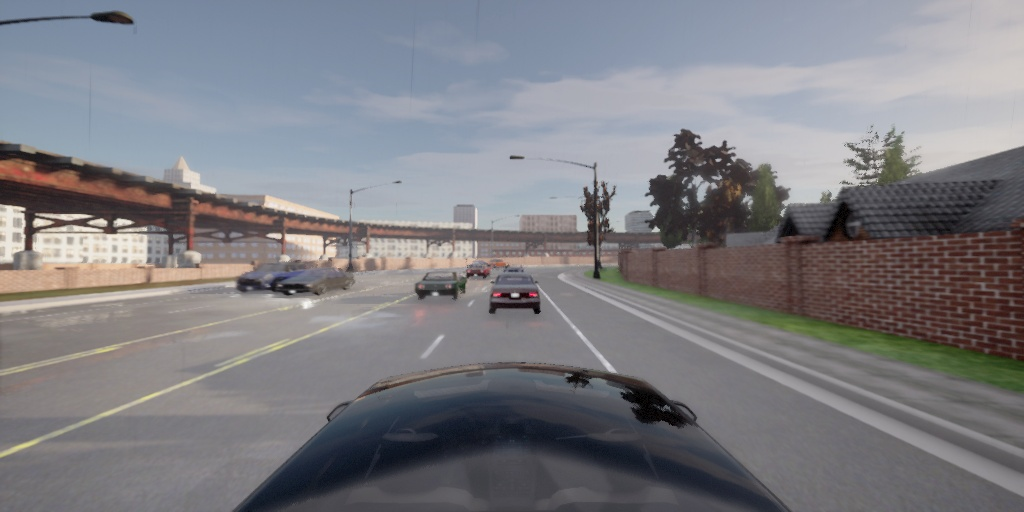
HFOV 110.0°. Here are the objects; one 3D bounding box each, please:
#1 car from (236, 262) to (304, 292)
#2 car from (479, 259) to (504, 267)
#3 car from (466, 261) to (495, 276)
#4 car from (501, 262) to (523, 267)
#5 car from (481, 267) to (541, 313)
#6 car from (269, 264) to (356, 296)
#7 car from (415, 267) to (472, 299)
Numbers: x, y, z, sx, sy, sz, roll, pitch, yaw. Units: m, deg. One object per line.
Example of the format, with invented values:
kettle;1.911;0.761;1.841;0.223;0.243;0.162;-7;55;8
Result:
car;-14.062;1.163;21.503;2.097;1.767;4.553;0;0;0
car;-2.925;1.266;59.453;2.097;1.767;4.553;-1;0;30
car;-3.155;1.443;34.880;1.895;1.301;4.718;0;0;4
car;0.343;1.436;34.874;1.895;1.301;4.718;0;0;4
car;0.100;1.336;14.240;2.033;1.411;5.357;0;0;0
car;-10.596;1.354;19.966;2.033;1.411;5.357;0;0;0
car;-3.400;1.401;18.167;1.895;1.301;4.718;0;0;0
